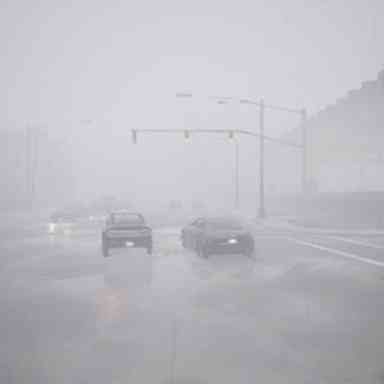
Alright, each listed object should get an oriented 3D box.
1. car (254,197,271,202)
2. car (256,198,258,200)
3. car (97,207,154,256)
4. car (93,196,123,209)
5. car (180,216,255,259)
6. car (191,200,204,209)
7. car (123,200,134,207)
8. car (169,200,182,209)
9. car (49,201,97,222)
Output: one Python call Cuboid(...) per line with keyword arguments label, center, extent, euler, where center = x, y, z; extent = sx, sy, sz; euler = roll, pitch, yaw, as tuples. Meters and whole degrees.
Cuboid(label="car", center=(17.682, 1.848, 83.313), extent=(4.536, 1.218, 1.853), euler=(0, -1, -45))
Cuboid(label="car", center=(17.646, 2.005, 83.275), extent=(4.974, 1.542, 2.038), euler=(0, -1, -45))
Cuboid(label="car", center=(-2.754, 1.586, 13.750), extent=(2.128, 1.511, 4.902), euler=(0, 0, -15))
Cuboid(label="car", center=(-10.057, 1.488, 38.743), extent=(2.150, 2.045, 5.566), euler=(0, 0, 2))
Cuboid(label="car", center=(0.856, 1.653, 13.213), extent=(1.994, 1.385, 4.181), euler=(0, 0, -15))
Cuboid(label="car", center=(0.901, 1.903, 52.753), extent=(2.033, 1.411, 5.357), euler=(0, 0, 2))
Cuboid(label="car", center=(-9.738, 1.897, 48.712), extent=(1.994, 1.385, 4.181), euler=(0, 0, 2))
Cuboid(label="car", center=(-2.598, 1.905, 52.844), extent=(2.033, 1.411, 5.357), euler=(0, 0, 2))
Cuboid(label="car", center=(-10.326, 1.747, 28.810), extent=(2.033, 1.411, 5.357), euler=(0, 0, 2))
